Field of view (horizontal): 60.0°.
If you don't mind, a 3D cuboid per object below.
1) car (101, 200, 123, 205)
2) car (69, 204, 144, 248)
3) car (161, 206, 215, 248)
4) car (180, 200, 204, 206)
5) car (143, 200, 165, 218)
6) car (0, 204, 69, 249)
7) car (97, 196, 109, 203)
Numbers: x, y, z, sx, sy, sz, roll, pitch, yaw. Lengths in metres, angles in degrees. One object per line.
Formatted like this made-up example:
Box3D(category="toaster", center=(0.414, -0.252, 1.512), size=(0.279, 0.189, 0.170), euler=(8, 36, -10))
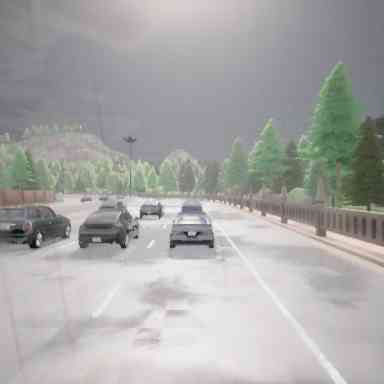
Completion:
Box3D(category="car", center=(-7.000, 1.514, 29.650), size=(1.837, 1.490, 4.892), euler=(0, 0, 0))
Box3D(category="car", center=(-3.500, 1.513, 14.650), size=(1.837, 1.490, 4.892), euler=(0, 0, 0))
Box3D(category="car", center=(0.000, 1.560, 14.650), size=(2.033, 1.411, 5.357), euler=(0, 0, 0))
Box3D(category="car", center=(0.000, 1.482, 29.650), size=(1.882, 1.535, 5.008), euler=(0, 0, 0))
Box3D(category="car", center=(-3.500, 1.492, 29.650), size=(2.128, 1.511, 4.902), euler=(0, 0, 0))
Box3D(category="car", center=(-7.000, 1.363, 14.620), size=(2.097, 1.767, 4.553), euler=(0, 0, 0))
Box3D(category="car", center=(-18.932, 1.550, 71.105), size=(1.895, 1.301, 4.718), euler=(0, 0, -8))
